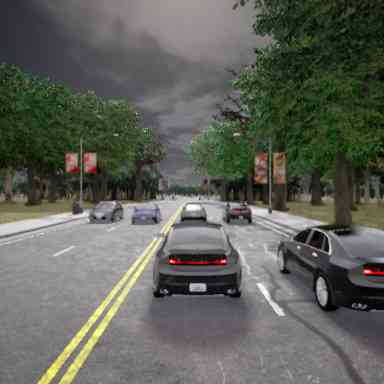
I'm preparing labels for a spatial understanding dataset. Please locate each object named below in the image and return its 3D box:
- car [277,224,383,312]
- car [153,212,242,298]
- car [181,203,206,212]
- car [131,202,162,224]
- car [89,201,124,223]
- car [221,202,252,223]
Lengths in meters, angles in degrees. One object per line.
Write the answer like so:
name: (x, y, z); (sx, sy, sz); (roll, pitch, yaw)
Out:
car: (3.360, 1.499, 7.703); (1.837, 1.490, 4.892); (0, 0, 0)
car: (0.111, 1.499, 8.503); (1.837, 1.490, 4.892); (0, 0, 0)
car: (0.133, 1.567, 25.877); (1.994, 1.385, 4.181); (0, 0, 0)
car: (-3.319, 1.529, 24.997); (1.812, 1.442, 4.674); (0, 0, 0)
car: (-6.567, 1.495, 25.969); (2.128, 1.511, 4.902); (0, 0, 0)
car: (3.384, 1.508, 25.438); (1.837, 1.490, 4.892); (0, 0, 0)
